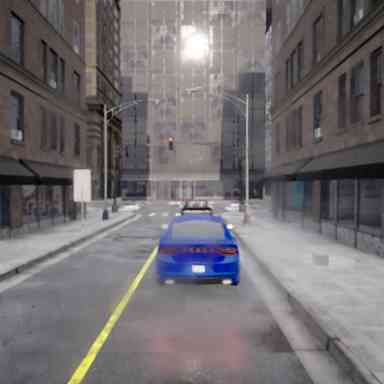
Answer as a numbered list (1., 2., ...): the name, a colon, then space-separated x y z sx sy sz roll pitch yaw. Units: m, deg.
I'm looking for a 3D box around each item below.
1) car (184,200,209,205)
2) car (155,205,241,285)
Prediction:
1. car: 0.246 1.204 19.810 2.128 1.511 4.902 0 1 -1
2. car: 0.153 1.346 9.122 1.882 1.535 5.008 0 1 1
